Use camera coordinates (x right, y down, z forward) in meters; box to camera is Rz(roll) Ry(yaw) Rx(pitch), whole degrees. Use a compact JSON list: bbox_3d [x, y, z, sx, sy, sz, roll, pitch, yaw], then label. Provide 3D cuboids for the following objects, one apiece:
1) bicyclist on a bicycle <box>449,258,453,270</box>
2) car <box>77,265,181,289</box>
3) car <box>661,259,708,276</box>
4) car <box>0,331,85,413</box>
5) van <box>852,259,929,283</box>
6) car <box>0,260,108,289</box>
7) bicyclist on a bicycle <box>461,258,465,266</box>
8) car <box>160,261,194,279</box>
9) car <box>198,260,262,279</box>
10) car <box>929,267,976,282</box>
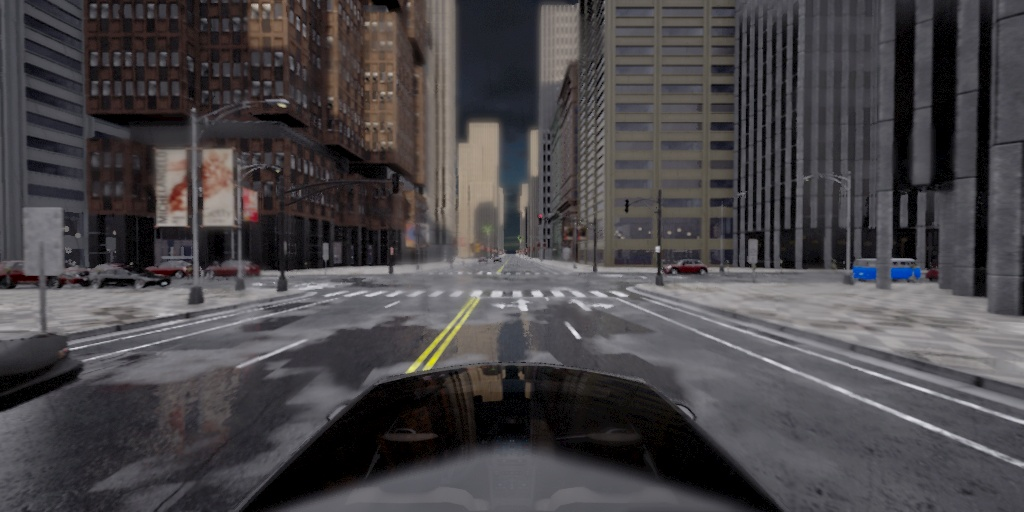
[{"bbox_3d":[-8.764,1.138,51.672,0.582,1.620,1.656,0,0,0],"label":"bicyclist on a bicycle"},{"bbox_3d":[-24.733,1.421,23.273,4.313,1.339,1.948,0,0,0],"label":"car"},{"bbox_3d":[16.670,1.059,34.936,4.097,1.591,1.967,0,0,0],"label":"car"},{"bbox_3d":[-6.590,1.296,2.273,2.033,1.411,5.357,0,0,0],"label":"car"},{"bbox_3d":[27.509,1.080,26.355,3.998,1.789,1.690,0,0,0],"label":"van"},{"bbox_3d":[-30.159,1.189,23.268,5.009,1.841,2.192,0,0,0],"label":"car"},{"bbox_3d":[-8.739,1.110,64.402,0.866,1.612,1.509,0,0,0],"label":"bicyclist on a bicycle"},{"bbox_3d":[-30.164,1.182,31.793,4.097,1.591,1.967,0,0,0],"label":"car"},{"bbox_3d":[-24.739,1.163,31.797,4.097,1.591,1.967,0,0,0],"label":"car"},{"bbox_3d":[32.951,1.316,26.326,4.207,1.307,1.802,0,0,0],"label":"car"}]
